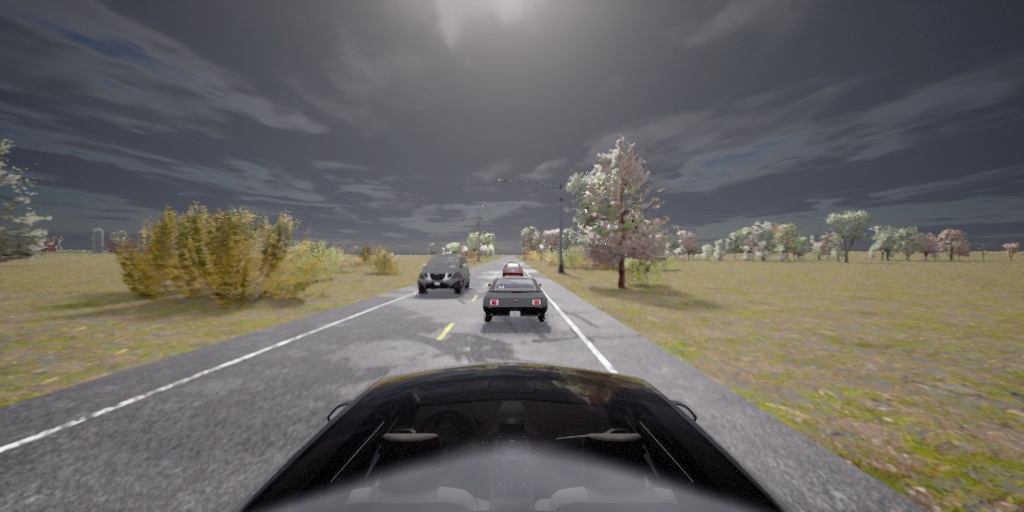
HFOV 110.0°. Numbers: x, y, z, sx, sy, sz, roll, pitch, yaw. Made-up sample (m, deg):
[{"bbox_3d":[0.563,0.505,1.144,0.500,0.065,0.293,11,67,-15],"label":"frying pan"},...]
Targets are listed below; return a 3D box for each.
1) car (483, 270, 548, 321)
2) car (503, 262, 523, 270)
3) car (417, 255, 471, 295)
[{"bbox_3d":[0.095,1.350,12.422,1.895,1.301,4.718,0,0,0],"label":"car"},{"bbox_3d":[0.087,1.309,34.872,1.994,1.385,4.181,0,0,0],"label":"car"},{"bbox_3d":[-3.607,0.970,20.022,2.150,2.045,5.566,0,0,0],"label":"car"}]
